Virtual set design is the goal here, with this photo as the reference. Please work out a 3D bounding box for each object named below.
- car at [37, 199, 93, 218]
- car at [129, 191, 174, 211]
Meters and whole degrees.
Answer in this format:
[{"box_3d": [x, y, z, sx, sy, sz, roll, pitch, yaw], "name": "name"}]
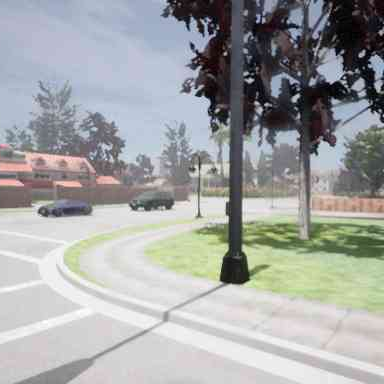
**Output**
[{"box_3d": [-10.027, 1.244, 26.554, 1.994, 1.385, 4.181, 1, 1, 34], "name": "car"}, {"box_3d": [-4.153, 0.896, 35.223, 2.150, 2.045, 5.566, 1, 1, 35], "name": "car"}]
